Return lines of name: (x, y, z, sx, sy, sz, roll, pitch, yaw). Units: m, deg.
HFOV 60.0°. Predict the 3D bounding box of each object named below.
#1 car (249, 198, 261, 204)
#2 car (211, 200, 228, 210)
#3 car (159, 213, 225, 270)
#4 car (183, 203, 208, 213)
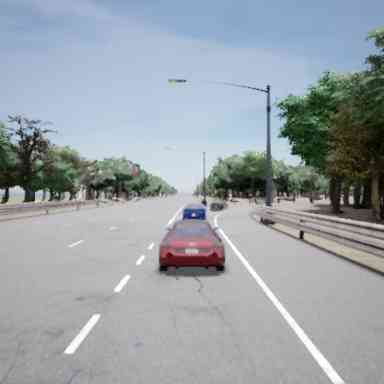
car: (13.103, 1.925, 67.544, 1.812, 1.442, 4.674, 0, 0, 32)
car: (3.916, 1.826, 47.486, 1.812, 1.442, 4.674, 0, -1, 17)
car: (0.000, 1.634, 11.283, 1.994, 1.385, 4.181, 0, 0, 0)
car: (0.323, 1.670, 28.471, 1.882, 1.535, 5.008, 0, -1, 4)
